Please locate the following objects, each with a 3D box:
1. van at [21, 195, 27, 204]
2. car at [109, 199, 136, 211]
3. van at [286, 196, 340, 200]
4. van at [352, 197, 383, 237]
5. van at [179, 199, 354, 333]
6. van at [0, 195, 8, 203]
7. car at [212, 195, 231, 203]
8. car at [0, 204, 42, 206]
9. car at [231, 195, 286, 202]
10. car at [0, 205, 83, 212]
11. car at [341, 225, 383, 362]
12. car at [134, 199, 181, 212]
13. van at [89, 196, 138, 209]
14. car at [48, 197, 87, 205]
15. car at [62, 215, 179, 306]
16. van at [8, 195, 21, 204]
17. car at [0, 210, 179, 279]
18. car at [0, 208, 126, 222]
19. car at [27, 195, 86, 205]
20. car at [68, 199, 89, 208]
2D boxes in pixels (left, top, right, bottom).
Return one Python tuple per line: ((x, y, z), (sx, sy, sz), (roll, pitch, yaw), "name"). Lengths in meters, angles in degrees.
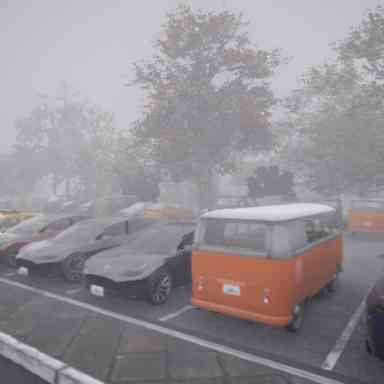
((-15.264, 1.338, 35.402), (1.878, 1.987, 4.442), (0, 0, 36), "van")
((-4.085, 1.569, 27.221), (2.002, 1.452, 4.674), (0, 0, 36), "car")
((7.191, 1.268, 18.964), (1.878, 1.987, 4.442), (0, 0, 36), "van")
((9.576, 1.260, 17.536), (1.878, 1.987, 4.442), (0, 0, 36), "van")
((1.880, 1.264, 6.960), (1.878, 1.987, 4.442), (0, 0, 36), "van")
((-19.904, 1.352, 38.452), (1.878, 1.987, 4.442), (-1, 0, 36), "van")
((2.746, 1.256, 22.271), (2.435, 2.045, 5.566), (0, 0, 36), "car")
((-9.453, 1.526, 14.975), (2.231, 1.521, 4.892), (0, 0, 36), "car")
((4.994, 1.249, 20.653), (2.435, 2.045, 5.566), (0, 0, 36), "car")
((-7.311, 1.515, 13.199), (1.946, 1.575, 5.366), (0, 0, 36), "car")
((4.084, 1.512, 5.267), (2.163, 1.488, 4.792), (0, 0, 36), "car")
((-1.739, 1.521, 25.524), (2.097, 1.535, 5.008), (0, 0, 36), "car")
((-6.268, 1.310, 28.932), (1.878, 1.987, 4.442), (0, 0, 36), "van")
((-10.735, 1.549, 31.994), (2.097, 1.535, 5.008), (0, 0, 36), "car")
((-0.458, 1.526, 8.462), (2.163, 1.488, 4.792), (0, 0, 36), "car")
((-17.411, 1.345, 36.946), (1.878, 1.987, 4.442), (0, 0, 36), "van")
((-2.712, 1.533, 10.083), (2.163, 1.488, 4.792), (0, 0, 36), "car")
((-4.966, 1.540, 11.704), (2.163, 1.488, 4.792), (0, 0, 36), "car")
((-13.099, 1.306, 33.667), (2.435, 2.045, 5.566), (0, 0, 36), "car")
((-8.483, 1.583, 30.379), (2.002, 1.452, 4.674), (0, 0, 36), "car")
